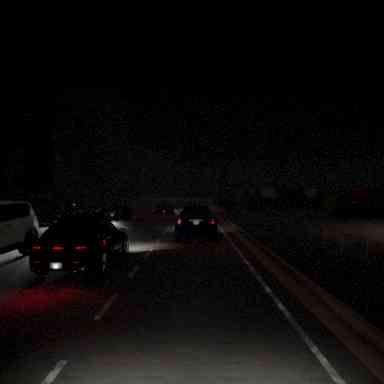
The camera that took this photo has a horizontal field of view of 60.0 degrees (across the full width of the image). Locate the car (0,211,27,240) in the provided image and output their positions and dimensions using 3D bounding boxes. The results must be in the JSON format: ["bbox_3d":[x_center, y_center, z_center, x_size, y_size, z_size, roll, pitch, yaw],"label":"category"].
[{"bbox_3d":[-10.483,1.726,16.860,1.895,1.301,4.718,0,0,1],"label":"car"}]

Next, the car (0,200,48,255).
[{"bbox_3d":[-7.033,1.300,10.887,2.150,2.045,5.566,0,0,-2],"label":"car"}]

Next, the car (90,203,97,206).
[{"bbox_3d":[-10.262,1.886,36.313,1.895,1.301,4.718,0,0,0],"label":"car"}]

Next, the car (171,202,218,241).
[{"bbox_3d":[0.213,1.492,17.825,2.097,1.767,4.553,0,0,0],"label":"car"}]

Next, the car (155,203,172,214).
[{"bbox_3d":[-3.137,1.914,39.156,1.895,1.301,4.718,0,0,0],"label":"car"}]

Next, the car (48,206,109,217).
[{"bbox_3d":[-6.946,1.762,20.911,1.895,1.301,4.718,0,0,1],"label":"car"}]

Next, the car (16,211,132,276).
[{"bbox_3d":[-3.333,1.583,10.608,1.837,1.490,4.892,0,0,0],"label":"car"}]

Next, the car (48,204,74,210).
[{"bbox_3d":[-10.392,1.681,26.338,1.882,1.535,5.008,0,0,1],"label":"car"}]

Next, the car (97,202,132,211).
[{"bbox_3d":[-6.826,1.736,31.070,2.128,1.511,4.902,0,0,1],"label":"car"}]

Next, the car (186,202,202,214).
[{"bbox_3d":[0.310,1.932,40.988,1.895,1.301,4.718,0,0,1],"label":"car"}]
